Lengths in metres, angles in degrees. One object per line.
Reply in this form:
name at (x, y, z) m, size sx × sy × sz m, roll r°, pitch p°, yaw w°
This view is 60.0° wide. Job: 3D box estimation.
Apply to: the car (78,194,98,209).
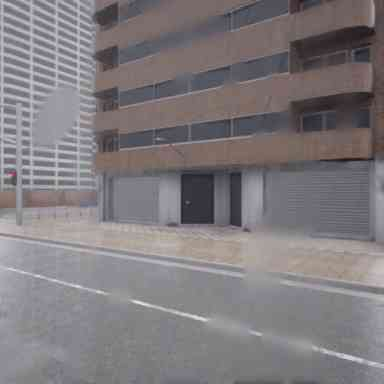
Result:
car at (-13.483, 1.477, 46.242) m, size 1.882 × 1.535 × 5.008 m, roll 0°, pitch 0°, yaw 35°
